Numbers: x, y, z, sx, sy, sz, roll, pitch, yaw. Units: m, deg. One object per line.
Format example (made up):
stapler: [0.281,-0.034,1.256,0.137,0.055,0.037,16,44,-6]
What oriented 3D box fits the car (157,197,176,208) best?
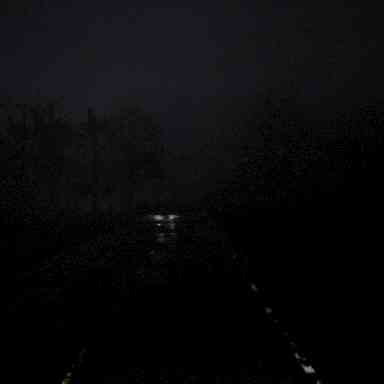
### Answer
car: [-3.069,1.412,40.372,1.837,1.490,4.892,0,0,0]
